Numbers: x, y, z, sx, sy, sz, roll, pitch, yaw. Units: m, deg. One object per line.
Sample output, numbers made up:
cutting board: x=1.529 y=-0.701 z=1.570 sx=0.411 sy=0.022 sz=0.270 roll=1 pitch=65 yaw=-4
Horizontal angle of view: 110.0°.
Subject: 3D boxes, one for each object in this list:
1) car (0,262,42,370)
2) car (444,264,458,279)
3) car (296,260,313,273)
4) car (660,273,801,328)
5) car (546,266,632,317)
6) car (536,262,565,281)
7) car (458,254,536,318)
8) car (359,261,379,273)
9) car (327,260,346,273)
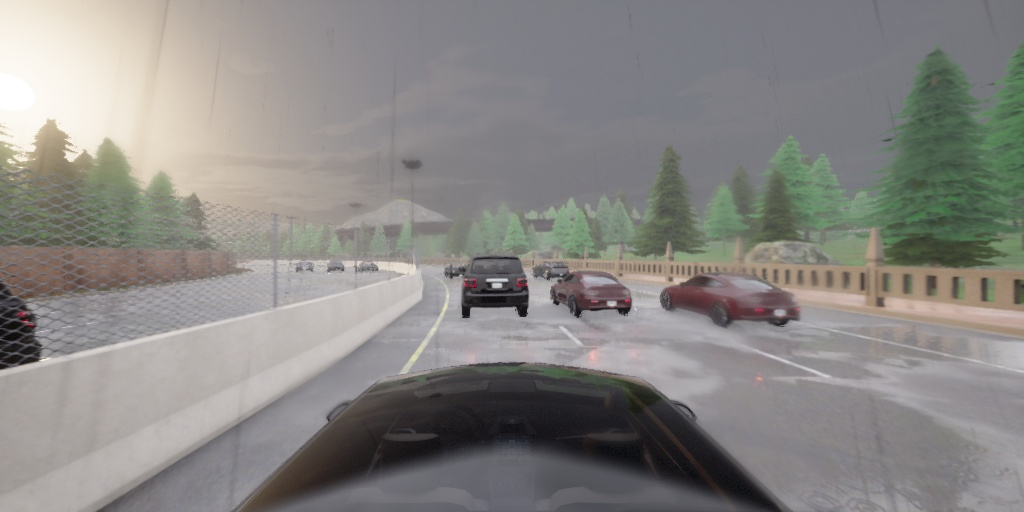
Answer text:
car: x=-7.184 y=0.999 z=2.256 sx=2.150 sy=2.045 sz=5.566 roll=0 pitch=0 yaw=-1
car: x=-4.977 y=1.342 z=32.342 sx=1.895 sy=1.301 sz=4.718 roll=0 pitch=0 yaw=-18
car: x=-26.297 y=1.303 z=45.495 sx=2.128 sy=1.511 sz=4.902 roll=0 pitch=0 yaw=-30
car: x=6.450 y=1.242 z=11.159 sx=1.812 sy=1.442 sz=4.674 roll=0 pitch=0 yaw=-5
car: x=2.726 y=1.255 z=13.025 sx=1.812 sy=1.442 sz=4.674 roll=0 pitch=0 yaw=-7
car: x=3.116 y=1.204 z=29.472 sx=2.128 sy=1.511 sz=4.902 roll=0 pitch=0 yaw=-15
car: x=-0.762 y=0.964 z=13.271 sx=2.150 sy=2.045 sz=5.566 roll=0 pitch=0 yaw=-7
car: x=-17.836 y=1.345 z=44.580 sx=1.994 sy=1.385 sz=4.181 roll=0 pitch=0 yaw=-28
car: x=-22.195 y=1.304 z=45.299 sx=1.837 sy=1.490 sz=4.892 roll=0 pitch=-1 yaw=-29
